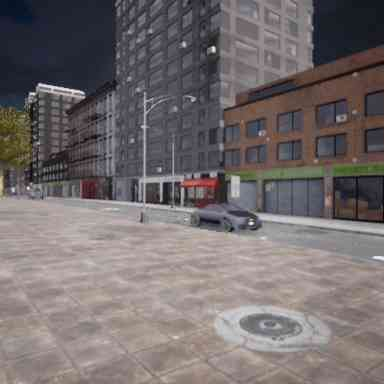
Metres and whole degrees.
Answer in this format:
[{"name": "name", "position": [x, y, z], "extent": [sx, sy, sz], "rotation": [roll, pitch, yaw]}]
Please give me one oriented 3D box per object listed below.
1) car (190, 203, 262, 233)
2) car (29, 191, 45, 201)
[{"name": "car", "position": [1.727, 1.306, 17.834], "extent": [1.994, 1.385, 4.181], "rotation": [1, 1, -36]}, {"name": "car", "position": [-26.556, 0.673, 56.756], "extent": [1.837, 1.490, 4.892], "rotation": [1, 0, -36]}]
